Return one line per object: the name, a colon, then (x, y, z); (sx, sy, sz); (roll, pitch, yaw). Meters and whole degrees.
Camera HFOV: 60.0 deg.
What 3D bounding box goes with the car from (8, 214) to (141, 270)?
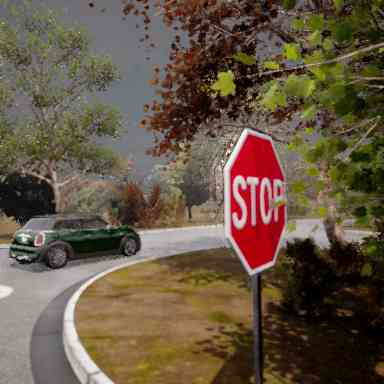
car: (-3.993, 1.576, 12.145); (2.097, 1.767, 4.553); (-2, -3, 36)
